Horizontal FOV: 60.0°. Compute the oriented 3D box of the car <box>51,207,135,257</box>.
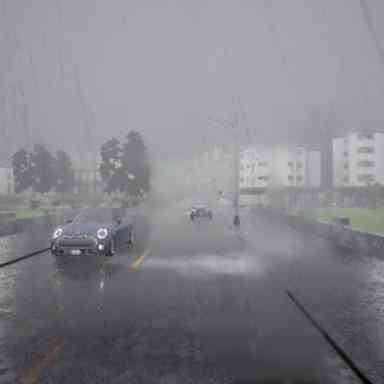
[{"bbox_3d":[-3.778,1.443,13.411,2.097,1.767,4.553,0,0,3],"label":"car"}]

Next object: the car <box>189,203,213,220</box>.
[{"bbox_3d":[0.847,1.736,30.540,1.812,1.442,4.674,0,0,1],"label":"car"}]
